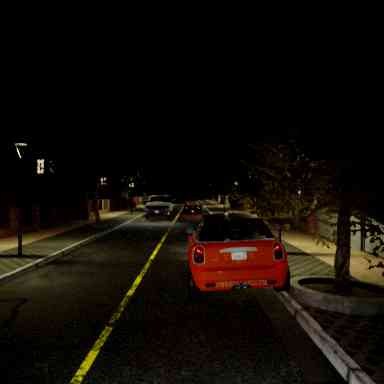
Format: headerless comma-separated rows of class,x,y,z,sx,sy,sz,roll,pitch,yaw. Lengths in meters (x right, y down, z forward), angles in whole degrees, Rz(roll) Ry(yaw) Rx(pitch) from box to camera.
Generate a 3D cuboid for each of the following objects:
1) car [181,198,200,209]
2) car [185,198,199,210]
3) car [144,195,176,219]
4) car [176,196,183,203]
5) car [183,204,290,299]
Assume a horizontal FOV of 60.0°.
car,0.070,1.662,35.857,1.895,1.301,4.718,0,0,0
car,0.051,1.613,45.559,1.812,1.442,4.674,0,0,1
car,-2.853,1.268,29.687,2.150,2.045,5.566,0,0,0
car,-2.755,1.521,67.751,2.097,1.767,4.553,0,0,0
car,0.921,1.311,8.642,2.097,1.767,4.553,-3,-1,0
